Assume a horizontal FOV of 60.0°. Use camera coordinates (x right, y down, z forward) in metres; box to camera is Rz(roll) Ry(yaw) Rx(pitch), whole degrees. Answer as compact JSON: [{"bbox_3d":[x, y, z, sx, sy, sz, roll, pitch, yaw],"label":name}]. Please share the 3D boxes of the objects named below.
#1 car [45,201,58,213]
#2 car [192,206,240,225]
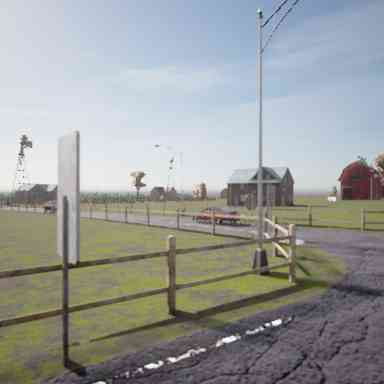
[{"bbox_3d":[-20.316,2.108,49.452,2.097,1.767,4.553,0,-1,-43],"label":"car"},{"bbox_3d":[1.857,1.826,26.986,1.812,1.442,4.674,0,-1,-36],"label":"car"}]
